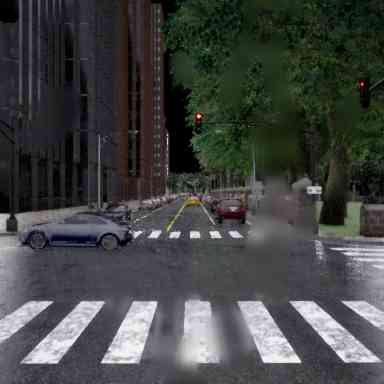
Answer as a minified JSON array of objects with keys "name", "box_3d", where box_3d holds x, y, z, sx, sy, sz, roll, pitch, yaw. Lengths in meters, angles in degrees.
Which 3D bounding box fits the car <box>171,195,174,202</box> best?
[{"name":"car","box_3d":[-5.547,1.375,68.890,2.192,1.841,5.009,0,0,0]}]

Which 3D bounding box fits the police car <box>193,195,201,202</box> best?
[{"name":"police car","box_3d":[1.138,1.495,75.988,1.930,1.638,5.238,0,0,0]}]

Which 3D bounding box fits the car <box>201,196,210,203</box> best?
[{"name":"car","box_3d":[2.995,1.593,74.495,1.752,1.417,4.829,0,0,0]}]

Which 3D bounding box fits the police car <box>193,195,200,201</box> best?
[{"name":"police car","box_3d":[1.151,1.511,85.988,1.930,1.638,5.238,0,0,0]}]

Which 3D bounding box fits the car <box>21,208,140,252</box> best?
[{"name":"car","box_3d":[-4.453,1.512,13.273,4.181,1.385,1.994,1,0,0]}]

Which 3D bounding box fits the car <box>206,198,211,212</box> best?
[{"name":"car","box_3d":[2.875,1.588,36.129,1.947,1.339,4.313,0,0,0]}]

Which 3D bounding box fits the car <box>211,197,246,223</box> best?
[{"name":"car","box_3d":[2.841,1.326,25.217,2.192,1.841,5.009,0,0,0]}]

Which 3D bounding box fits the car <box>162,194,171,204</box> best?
[{"name":"car","box_3d":[-5.565,1.635,63.433,1.802,1.307,4.206,0,0,0]}]

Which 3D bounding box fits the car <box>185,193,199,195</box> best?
[{"name":"car","box_3d":[0.204,1.277,65.377,2.150,2.045,5.566,0,0,0]}]

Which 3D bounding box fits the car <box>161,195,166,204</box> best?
[{"name":"car","box_3d":[-5.599,1.623,52.519,1.802,1.307,4.206,0,0,0]}]

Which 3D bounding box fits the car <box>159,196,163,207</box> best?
[{"name":"car","box_3d":[-5.616,1.616,47.062,1.802,1.307,4.206,0,0,0]}]

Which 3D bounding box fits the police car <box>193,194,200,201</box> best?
[{"name":"police car","box_3d":[1.188,1.521,91.988,1.930,1.638,5.238,0,0,0]}]

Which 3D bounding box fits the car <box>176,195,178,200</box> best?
[{"name":"car","box_3d":[-5.479,1.534,90.718,1.967,1.590,4.097,0,0,0]}]

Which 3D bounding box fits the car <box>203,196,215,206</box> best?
[{"name":"car","box_3d":[2.943,1.487,57.956,1.967,1.590,4.097,0,0,0]}]

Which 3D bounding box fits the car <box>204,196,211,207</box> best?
[{"name":"car","box_3d":[2.892,1.579,41.586,2.008,1.369,4.403,0,0,0]}]

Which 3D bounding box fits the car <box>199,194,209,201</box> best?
[{"name":"car","box_3d":[3.029,1.400,85.238,2.192,1.841,5.009,0,0,0]}]

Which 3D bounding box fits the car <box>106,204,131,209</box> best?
[{"name":"car","box_3d":[-5.685,1.576,25.234,1.947,1.339,4.313,0,0,0]}]

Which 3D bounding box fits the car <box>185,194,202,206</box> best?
[{"name":"car","box_3d":[0.223,1.522,55.251,1.882,1.535,5.008,0,0,0]}]

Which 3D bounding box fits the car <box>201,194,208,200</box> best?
[{"name":"car","box_3d":[2.926,1.481,52.499,1.967,1.590,4.097,0,0,0]}]

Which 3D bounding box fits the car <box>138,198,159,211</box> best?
[{"name":"car","box_3d":[-5.633,1.579,41.605,2.008,1.369,4.403,0,0,0]}]

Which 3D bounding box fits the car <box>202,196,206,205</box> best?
[{"name":"car","box_3d":[2.909,1.585,47.042,2.008,1.369,4.403,0,0,0]}]
